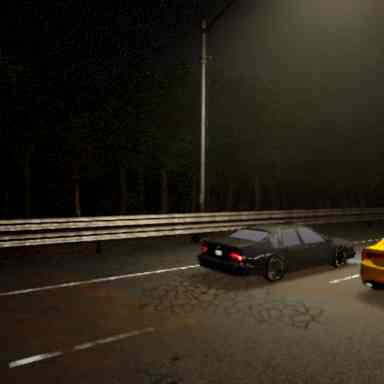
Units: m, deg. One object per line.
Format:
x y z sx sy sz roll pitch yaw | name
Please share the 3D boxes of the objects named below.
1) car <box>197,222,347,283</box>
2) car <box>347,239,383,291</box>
2.719 1.635 9.986 5.357 1.411 2.033 1 0 -35 | car
6.094 1.583 8.098 5.008 1.535 1.882 1 0 -35 | car
